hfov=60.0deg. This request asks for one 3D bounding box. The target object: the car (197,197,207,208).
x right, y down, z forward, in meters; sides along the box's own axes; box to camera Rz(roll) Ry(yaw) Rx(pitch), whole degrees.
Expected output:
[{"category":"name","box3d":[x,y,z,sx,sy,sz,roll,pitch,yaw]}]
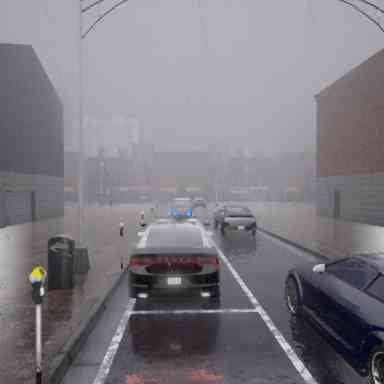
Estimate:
[{"category":"car","box3d":[0.988,1.522,46.610,1.837,1.490,4.892,0,0,-1]}]

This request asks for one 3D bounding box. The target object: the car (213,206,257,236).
[{"category":"car","box3d":[2.256,1.493,18.413,2.128,1.511,4.902,0,0,-2]}]

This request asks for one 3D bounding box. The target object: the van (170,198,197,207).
[{"category":"van","box3d":[-0.797,1.345,25.401,1.690,1.788,3.998,-1,0,-2]}]

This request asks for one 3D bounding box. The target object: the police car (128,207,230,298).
[{"category":"police car","box3d":[-0.436,1.424,8.663,1.930,1.638,5.238,0,0,-2]}]

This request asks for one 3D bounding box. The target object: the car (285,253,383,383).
[{"category":"car","box3d":[2.843,1.563,4.804,1.994,1.385,4.181,0,0,-3]}]
